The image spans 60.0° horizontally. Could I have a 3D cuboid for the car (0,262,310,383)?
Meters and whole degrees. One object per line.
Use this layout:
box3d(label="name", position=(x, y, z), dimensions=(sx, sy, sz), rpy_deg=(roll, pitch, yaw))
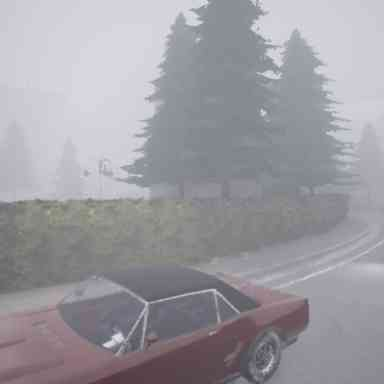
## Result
box3d(label="car", position=(-0.745, 1.629, 3.797), dimensions=(4.718, 1.301, 1.895), rpy_deg=(0, 0, -39))

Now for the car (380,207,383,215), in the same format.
box3d(label="car", position=(20.713, 1.721, 32.653), dimensions=(2.033, 1.411, 5.357), rpy_deg=(0, 0, 2))
